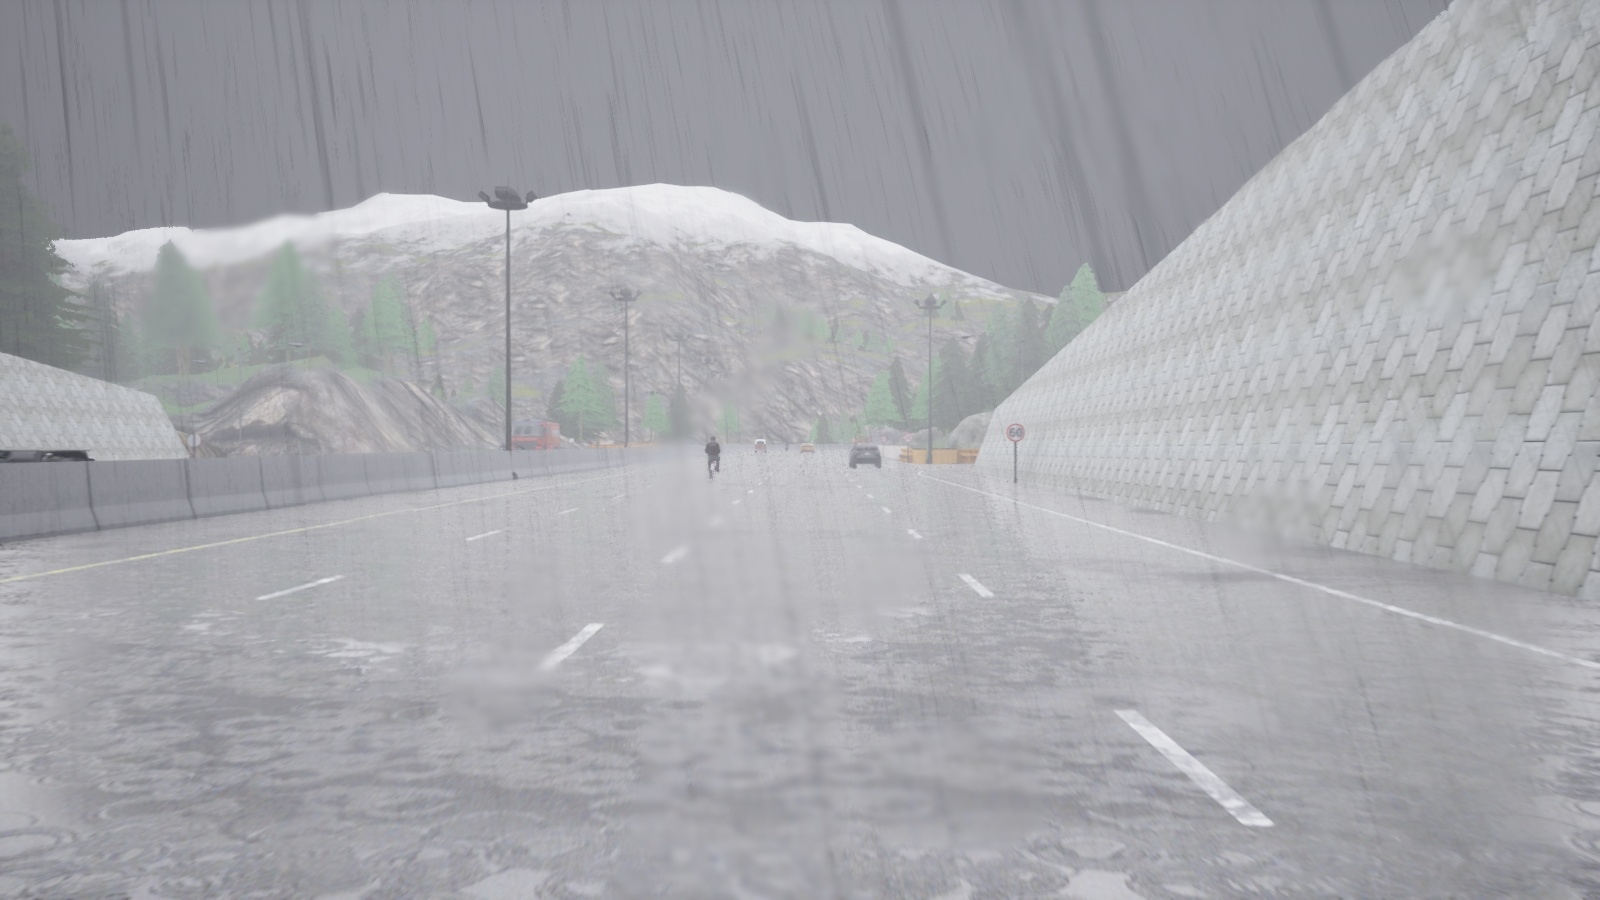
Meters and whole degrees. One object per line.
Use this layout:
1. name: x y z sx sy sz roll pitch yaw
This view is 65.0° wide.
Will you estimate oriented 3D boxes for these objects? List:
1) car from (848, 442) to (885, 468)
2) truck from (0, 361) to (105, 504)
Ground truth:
1. car: 3.946 0.270 75.629 2.007 1.525 4.514 0 0 0
2. truck: -20.808 -0.427 30.993 2.891 3.462 7.936 0 0 0
